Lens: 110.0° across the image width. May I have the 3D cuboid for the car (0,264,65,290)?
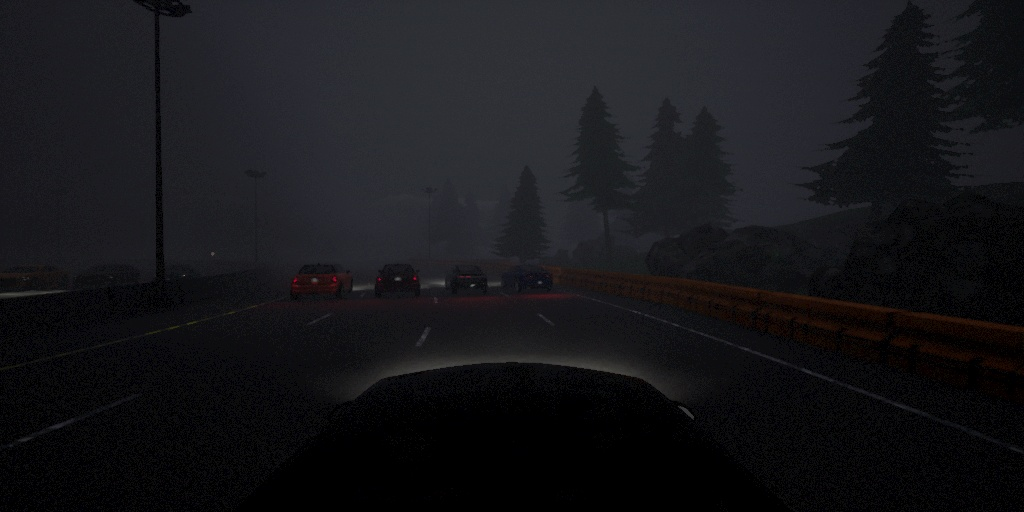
[{"bbox_3d":[-30.094,1.296,22.357,1.882,1.535,5.008,-1,0,-30],"label":"car"}]

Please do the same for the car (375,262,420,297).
[{"bbox_3d":[-5.960,1.105,18.891,2.097,1.767,4.553,0,0,-16],"label":"car"}]

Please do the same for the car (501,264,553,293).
[{"bbox_3d":[0.757,1.204,20.861,1.882,1.535,5.008,0,0,-16],"label":"car"}]

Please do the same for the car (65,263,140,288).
[{"bbox_3d":[-27.054,1.271,24.107,1.882,1.535,5.008,0,0,-30],"label":"car"}]

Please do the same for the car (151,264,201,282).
[{"bbox_3d":[-24.019,1.316,25.856,1.812,1.442,4.674,0,0,-30],"label":"car"}]

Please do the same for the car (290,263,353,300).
[{"bbox_3d":[-9.320,1.107,17.920,2.097,1.767,4.553,0,0,-16],"label":"car"}]

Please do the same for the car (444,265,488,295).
[{"bbox_3d":[-2.606,1.227,19.889,2.128,1.511,4.902,0,0,-16],"label":"car"}]
